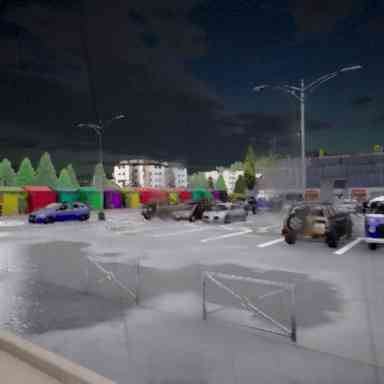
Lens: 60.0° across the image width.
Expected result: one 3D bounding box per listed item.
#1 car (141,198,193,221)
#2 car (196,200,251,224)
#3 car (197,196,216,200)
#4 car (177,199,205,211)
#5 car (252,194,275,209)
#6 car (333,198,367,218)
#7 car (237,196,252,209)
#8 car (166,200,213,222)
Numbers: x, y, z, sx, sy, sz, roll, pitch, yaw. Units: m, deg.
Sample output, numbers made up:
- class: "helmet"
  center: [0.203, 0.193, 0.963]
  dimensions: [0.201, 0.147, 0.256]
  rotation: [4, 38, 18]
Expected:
- class: "car"
  center: [-2.138, 1.407, 27.856]
  dimensions: [1.932, 1.855, 4.605]
  rotation: [-1, 0, 36]
- class: "car"
  center: [2.411, 1.587, 24.623]
  dimensions: [1.970, 1.475, 3.806]
  rotation: [-1, 0, 36]
- class: "car"
  center: [2.202, 1.467, 43.310]
  dimensions: [1.932, 1.855, 4.605]
  rotation: [-1, 0, 36]
- class: "car"
  center: [-0.104, 1.710, 45.060]
  dimensions: [1.784, 1.438, 3.905]
  rotation: [-1, 0, 36]
- class: "car"
  center: [12.462, 1.470, 57.511]
  dimensions: [1.905, 1.878, 3.866]
  rotation: [-1, 0, 36]
- class: "car"
  center: [15.941, 1.523, 33.470]
  dimensions: [1.970, 1.475, 3.806]
  rotation: [-1, 0, 36]
- class: "car"
  center: [10.126, 1.741, 59.217]
  dimensions: [1.970, 1.475, 3.806]
  rotation: [-1, 0, 36]
- class: "car"
  center: [0.067, 1.587, 26.322]
  dimensions: [1.784, 1.438, 3.905]
  rotation: [-1, 0, 36]
